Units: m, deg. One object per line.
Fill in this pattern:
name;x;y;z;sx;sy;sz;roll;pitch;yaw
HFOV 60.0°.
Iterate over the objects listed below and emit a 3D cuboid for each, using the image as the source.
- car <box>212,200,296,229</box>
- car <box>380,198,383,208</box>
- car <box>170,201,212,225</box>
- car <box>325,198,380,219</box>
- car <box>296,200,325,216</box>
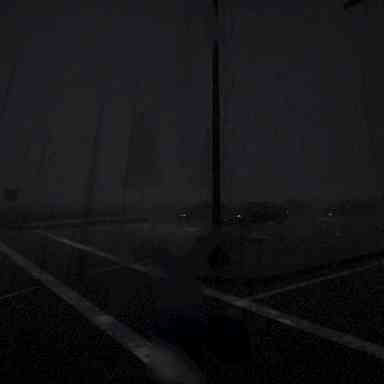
car;3.977;1.368;20.959;4.902;1.511;2.128;-1;0;-36
car;20.367;1.294;36.918;4.718;1.301;1.895;-1;0;-35
car;0.780;1.393;22.979;4.892;1.490;1.837;-1;0;-36
car;12.889;1.335;27.325;5.357;1.411;2.033;-1;0;-35
car;8.708;1.356;28.640;5.357;1.411;2.033;-1;0;-35
